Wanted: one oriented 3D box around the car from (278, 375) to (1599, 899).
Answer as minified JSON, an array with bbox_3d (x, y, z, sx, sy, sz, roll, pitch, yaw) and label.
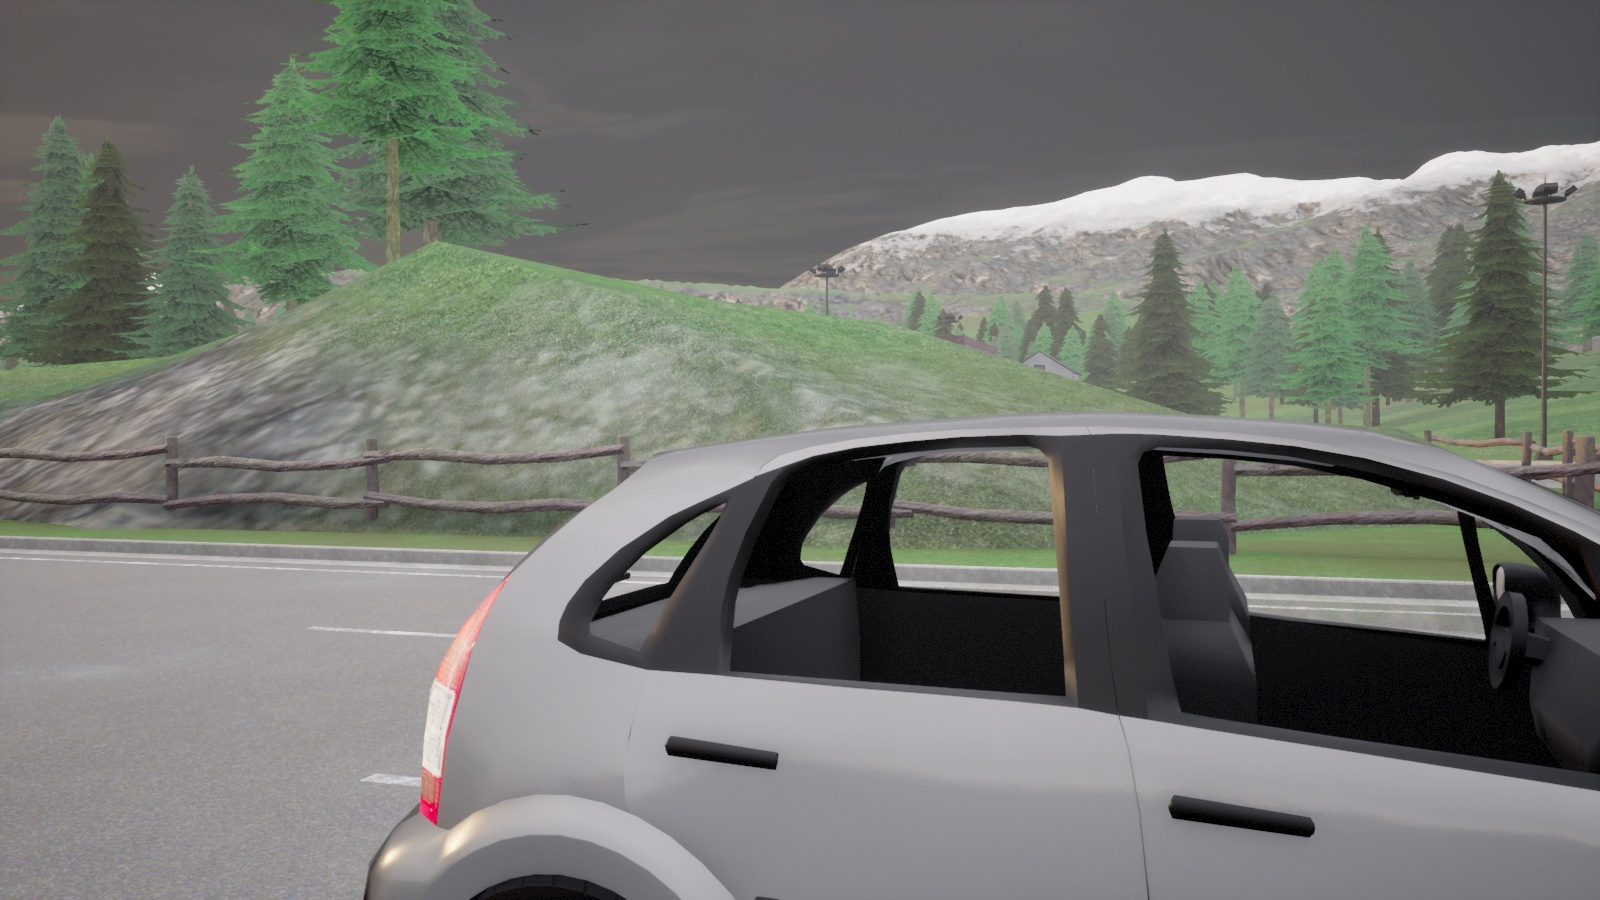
[{"bbox_3d":[1.116,0.683,2.816,3.988,1.617,1.851,1,1,19],"label":"car"}]
